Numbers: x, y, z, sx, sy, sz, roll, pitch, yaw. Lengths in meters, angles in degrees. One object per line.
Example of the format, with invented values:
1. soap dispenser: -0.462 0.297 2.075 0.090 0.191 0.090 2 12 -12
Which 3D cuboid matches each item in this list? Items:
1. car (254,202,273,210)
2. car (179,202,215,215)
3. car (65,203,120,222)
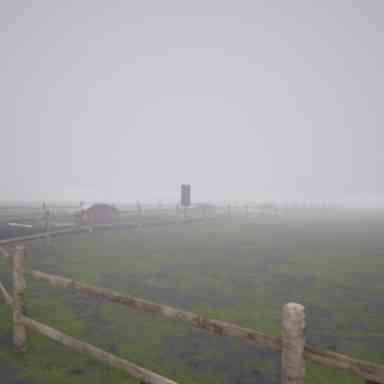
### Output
1. car: 11.886 2.329 55.071 1.994 1.385 4.181 1 -1 35
2. car: 0.721 1.913 39.576 2.033 1.411 5.357 1 -1 35
3. car: -8.040 1.601 27.284 1.812 1.442 4.674 1 -1 35
